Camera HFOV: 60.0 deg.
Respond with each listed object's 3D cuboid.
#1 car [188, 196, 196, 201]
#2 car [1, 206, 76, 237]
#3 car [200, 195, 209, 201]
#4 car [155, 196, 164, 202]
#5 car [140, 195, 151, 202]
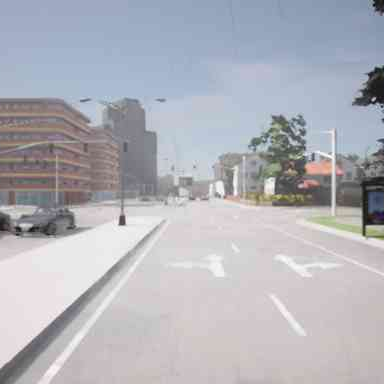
[{"bbox_3d":[-0.009,1.729,88.769,1.882,1.535,5.008,0,0,0],"label":"car"},{"bbox_3d":[-8.035,1.545,18.522,2.128,1.511,4.902,0,0,0],"label":"car"},{"bbox_3d":[3.491,1.847,89.216,1.895,1.301,4.718,0,0,0],"label":"car"},{"bbox_3d":[-8.009,1.761,82.584,2.128,1.511,4.902,0,0,0],"label":"car"},{"bbox_3d":[-11.509,1.591,82.614,2.097,1.767,4.553,0,0,0],"label":"car"}]
